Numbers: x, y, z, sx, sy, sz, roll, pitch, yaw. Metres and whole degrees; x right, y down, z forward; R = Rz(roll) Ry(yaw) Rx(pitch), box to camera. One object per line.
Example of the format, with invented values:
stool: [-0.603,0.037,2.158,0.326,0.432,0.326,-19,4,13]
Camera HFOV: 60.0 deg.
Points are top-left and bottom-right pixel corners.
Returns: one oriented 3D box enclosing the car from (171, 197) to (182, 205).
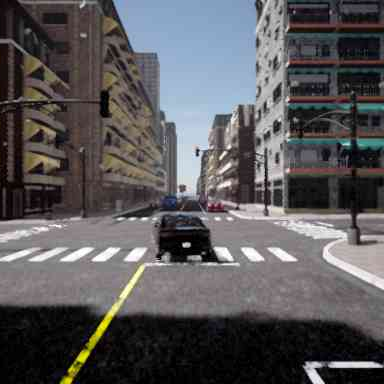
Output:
car: [-3.017,1.779,64.992,1.812,1.442,4.674,0,0,0]

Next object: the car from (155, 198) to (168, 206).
car: [-5.695,1.807,61.973,1.947,1.339,4.313,0,0,0]

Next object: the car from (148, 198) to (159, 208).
car: [-5.694,1.747,50.904,2.008,1.369,4.403,0,0,0]

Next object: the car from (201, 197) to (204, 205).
car: [2.687,1.725,45.369,2.008,1.369,4.403,0,0,0]

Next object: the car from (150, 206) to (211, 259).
car: [-0.553,1.526,12.948,1.882,1.535,5.008,0,0,-9]

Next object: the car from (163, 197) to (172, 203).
car: [-5.696,1.857,78.574,1.887,1.381,4.507,0,0,0]

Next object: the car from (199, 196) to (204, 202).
car: [2.686,1.823,61.973,1.802,1.307,4.206,0,0,0]

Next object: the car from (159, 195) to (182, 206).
car: [-3.091,1.408,48.586,2.150,2.045,5.566,0,0,0]

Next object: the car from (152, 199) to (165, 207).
car: [-5.694,1.800,56.438,1.802,1.307,4.206,0,0,0]

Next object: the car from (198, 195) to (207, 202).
car: [2.684,1.651,84.110,2.192,1.841,5.009,0,0,0]

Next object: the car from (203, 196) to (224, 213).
car: [2.688,1.593,39.836,1.967,1.590,4.097,0,0,0]
